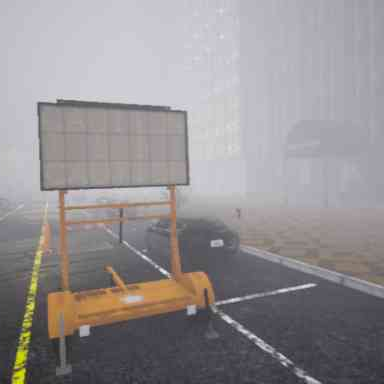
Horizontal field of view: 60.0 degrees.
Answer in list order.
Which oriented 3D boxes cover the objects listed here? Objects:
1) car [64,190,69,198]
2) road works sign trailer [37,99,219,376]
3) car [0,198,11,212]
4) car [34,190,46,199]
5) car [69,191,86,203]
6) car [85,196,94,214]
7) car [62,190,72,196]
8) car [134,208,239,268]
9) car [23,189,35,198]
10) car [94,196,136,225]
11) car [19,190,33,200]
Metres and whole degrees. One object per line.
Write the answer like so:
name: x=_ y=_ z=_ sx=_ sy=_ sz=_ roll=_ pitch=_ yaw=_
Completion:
car: x=-24.531 y=0.492 z=67.246 sx=2.008 sy=1.369 sz=4.403 roll=-3 pitch=2 yaw=-23
road works sign trailer: x=-1.230 y=0.333 z=5.636 sx=2.380 sy=3.560 sz=2.880 roll=-3 pitch=2 yaw=-23
car: x=-18.956 y=1.262 z=32.814 sx=2.008 sy=1.369 sz=4.403 roll=-3 pitch=2 yaw=-23
car: x=-32.709 y=0.572 z=71.945 sx=2.128 sy=1.511 sz=4.902 roll=-3 pitch=2 yaw=-23
car: x=-15.682 y=0.769 z=46.484 sx=1.887 sy=1.381 sz=4.507 roll=-3 pitch=2 yaw=-23
car: x=-6.899 y=1.027 z=25.878 sx=1.752 sy=1.417 sz=4.829 roll=-3 pitch=2 yaw=-23
car: x=-31.169 y=0.276 z=82.817 sx=2.008 sy=1.369 sz=4.403 roll=-3 pitch=2 yaw=-23
car: x=-0.193 y=1.277 z=10.152 sx=1.947 sy=1.339 sz=4.313 roll=-3 pitch=2 yaw=-23
car: x=-38.875 y=0.388 z=79.508 sx=2.192 sy=1.841 sz=5.009 roll=-3 pitch=2 yaw=-23
car: x=-4.619 y=1.118 z=20.532 sx=1.887 sy=1.381 sz=4.507 roll=-3 pitch=2 yaw=-23
car: x=-32.163 y=0.816 z=63.792 sx=1.752 sy=1.417 sz=4.829 roll=-3 pitch=2 yaw=-23
